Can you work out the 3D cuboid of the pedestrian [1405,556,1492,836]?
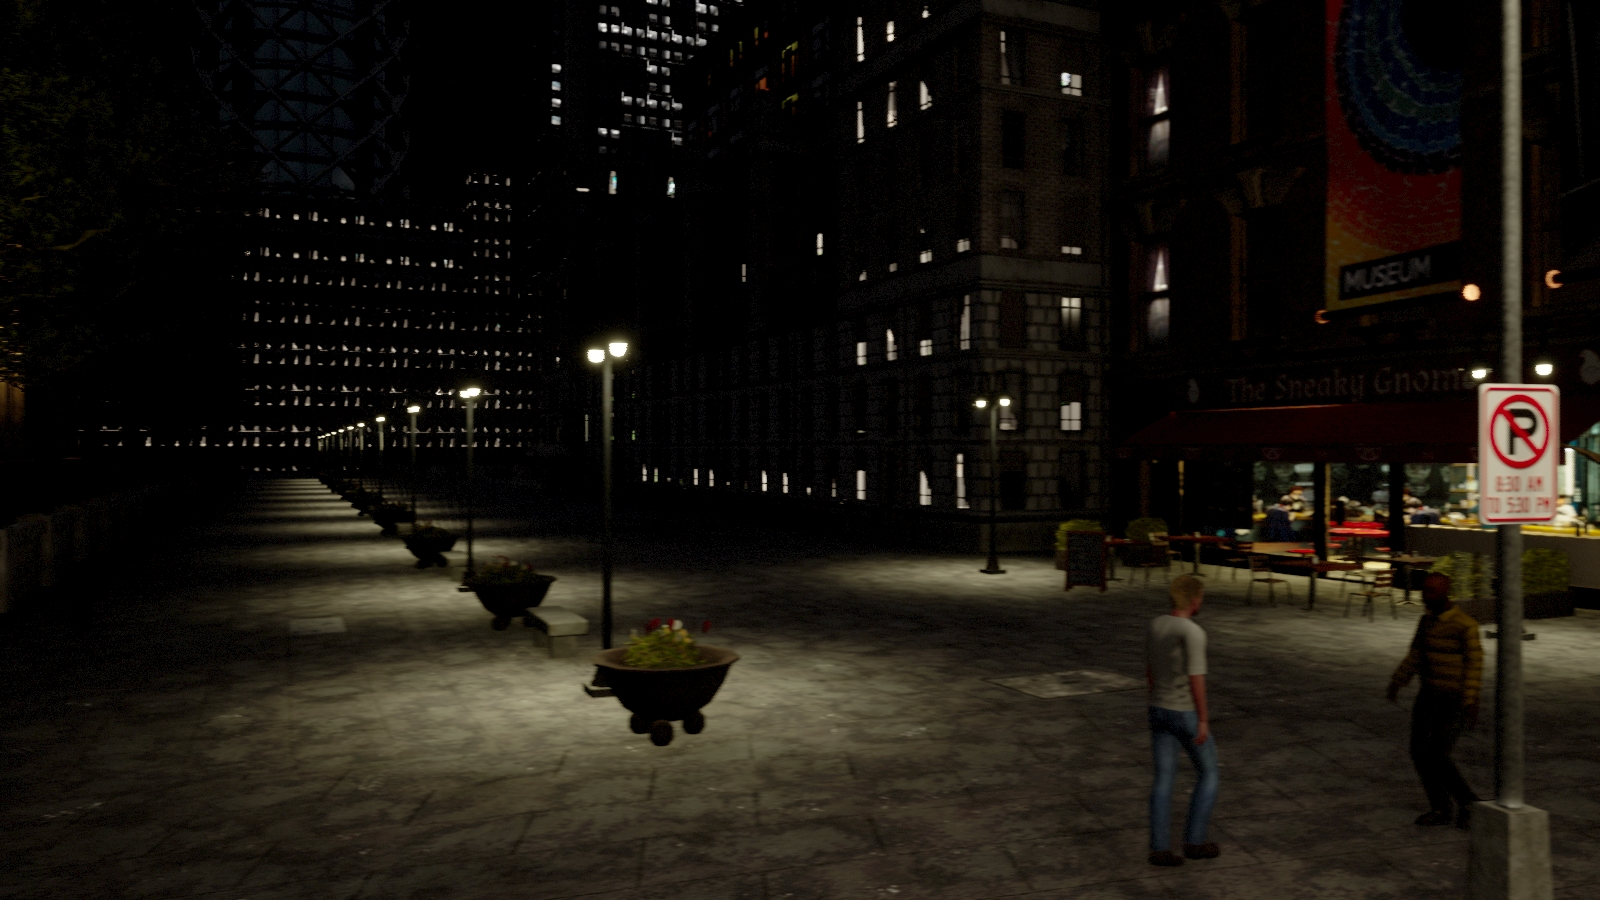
[{"bbox_3d":[4.534,1.693,7.995,0.375,1.860,0.375,0,0,-15],"label":"pedestrian"}]

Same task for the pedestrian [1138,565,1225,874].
[{"bbox_3d":[2.437,1.693,7.308,0.375,1.860,0.375,0,0,-24],"label":"pedestrian"}]
